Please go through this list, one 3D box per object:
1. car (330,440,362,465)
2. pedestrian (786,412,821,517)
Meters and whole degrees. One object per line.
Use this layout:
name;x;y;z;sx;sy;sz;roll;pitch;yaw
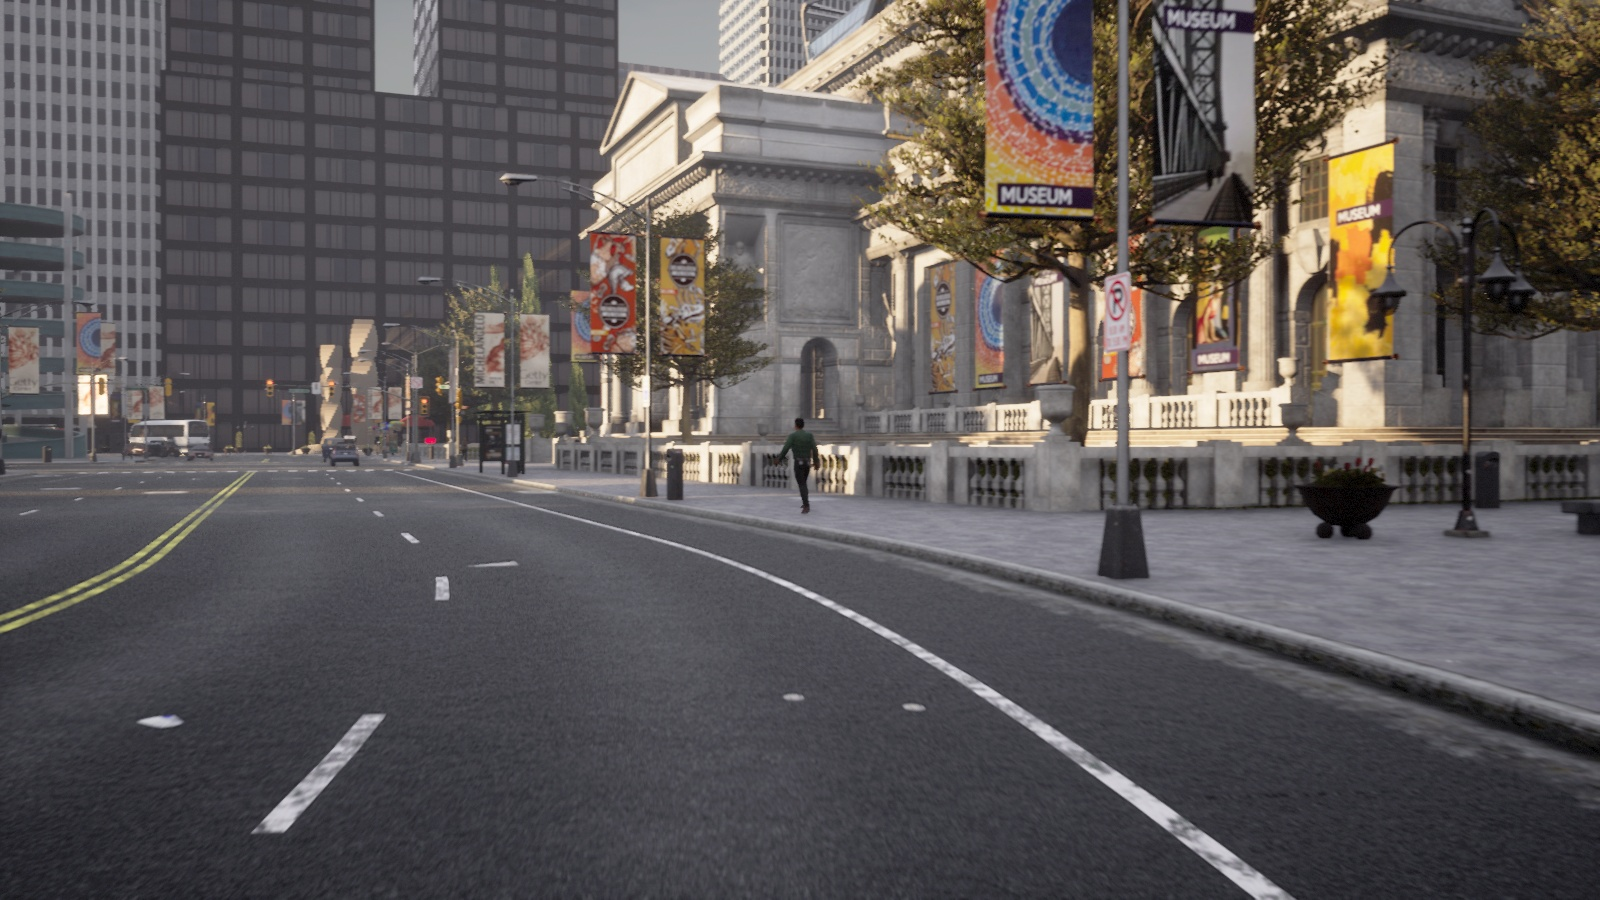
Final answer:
car;-30.377;0.167;83.948;1.851;1.617;3.988;0;0;-22
pedestrian;0.066;0.269;23.772;0.423;1.949;0.788;0;0;-20
